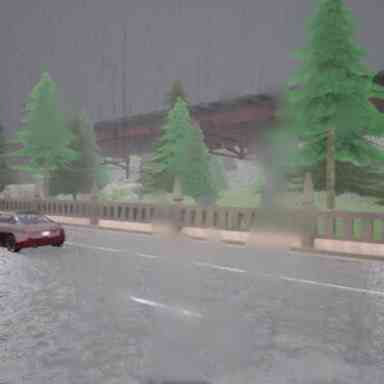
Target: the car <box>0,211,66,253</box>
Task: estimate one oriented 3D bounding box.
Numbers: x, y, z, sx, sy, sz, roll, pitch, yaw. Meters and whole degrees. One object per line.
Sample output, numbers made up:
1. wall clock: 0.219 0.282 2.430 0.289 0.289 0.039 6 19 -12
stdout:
1. car: -6.936 1.458 13.249 4.181 1.385 1.994 1 0 36
